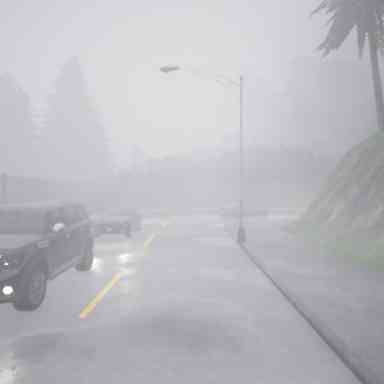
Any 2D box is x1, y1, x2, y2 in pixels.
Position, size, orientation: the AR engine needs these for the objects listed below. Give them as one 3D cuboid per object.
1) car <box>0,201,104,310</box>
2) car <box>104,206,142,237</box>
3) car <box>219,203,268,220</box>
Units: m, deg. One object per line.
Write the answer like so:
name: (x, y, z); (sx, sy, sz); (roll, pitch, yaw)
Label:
car: (-4.074, 1.263, 8.233); (2.150, 2.045, 5.566); (0, 0, 0)
car: (-4.043, 1.571, 18.780); (1.882, 1.535, 5.008); (0, 0, 0)
car: (4.579, 1.673, 29.484); (4.674, 1.442, 1.812); (0, -1, -27)
